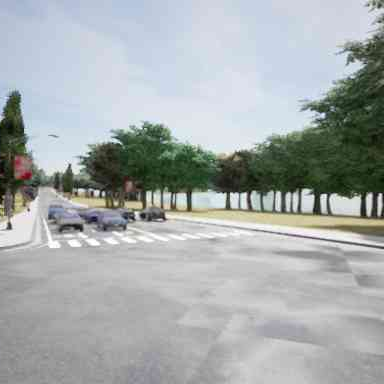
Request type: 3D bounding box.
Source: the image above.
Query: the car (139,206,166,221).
[{"bbox_3d":[-4.720,2.457,39.096,2.097,1.767,4.553,0,-2,-25],"label":"car"}]

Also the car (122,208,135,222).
[{"bbox_3d":[-7.919,2.624,38.266,1.837,1.490,4.892,0,-2,-25],"label":"car"}]

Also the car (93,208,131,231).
[{"bbox_3d":[-6.845,2.379,27.965,1.812,1.442,4.674,0,-1,-25],"label":"car"}]

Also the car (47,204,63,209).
[{"bbox_3d":[-18.689,2.679,45.828,2.150,2.045,5.566,0,-2,-25],"label":"car"}]

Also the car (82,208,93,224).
[{"bbox_3d":[-10.567,2.693,36.010,1.895,1.301,4.718,0,-2,-25],"label":"car"}]

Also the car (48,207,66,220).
[{"bbox_3d":[-14.227,2.686,36.182,2.033,1.411,5.357,0,-2,-25],"label":"car"}]

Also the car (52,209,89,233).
[{"bbox_3d":[-10.010,2.412,27.067,2.033,1.411,5.357,0,-1,-25],"label":"car"}]
